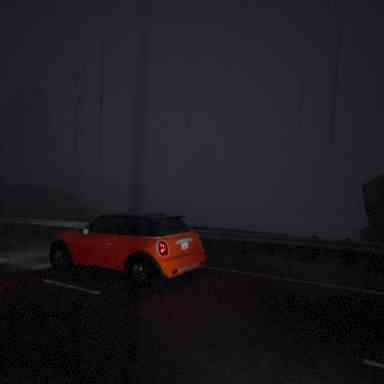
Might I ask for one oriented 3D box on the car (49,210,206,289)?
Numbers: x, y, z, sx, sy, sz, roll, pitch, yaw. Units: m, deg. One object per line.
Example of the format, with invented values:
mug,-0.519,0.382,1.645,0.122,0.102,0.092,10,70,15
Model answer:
car,-1.949,1.343,9.352,4.553,1.767,2.097,0,0,33
